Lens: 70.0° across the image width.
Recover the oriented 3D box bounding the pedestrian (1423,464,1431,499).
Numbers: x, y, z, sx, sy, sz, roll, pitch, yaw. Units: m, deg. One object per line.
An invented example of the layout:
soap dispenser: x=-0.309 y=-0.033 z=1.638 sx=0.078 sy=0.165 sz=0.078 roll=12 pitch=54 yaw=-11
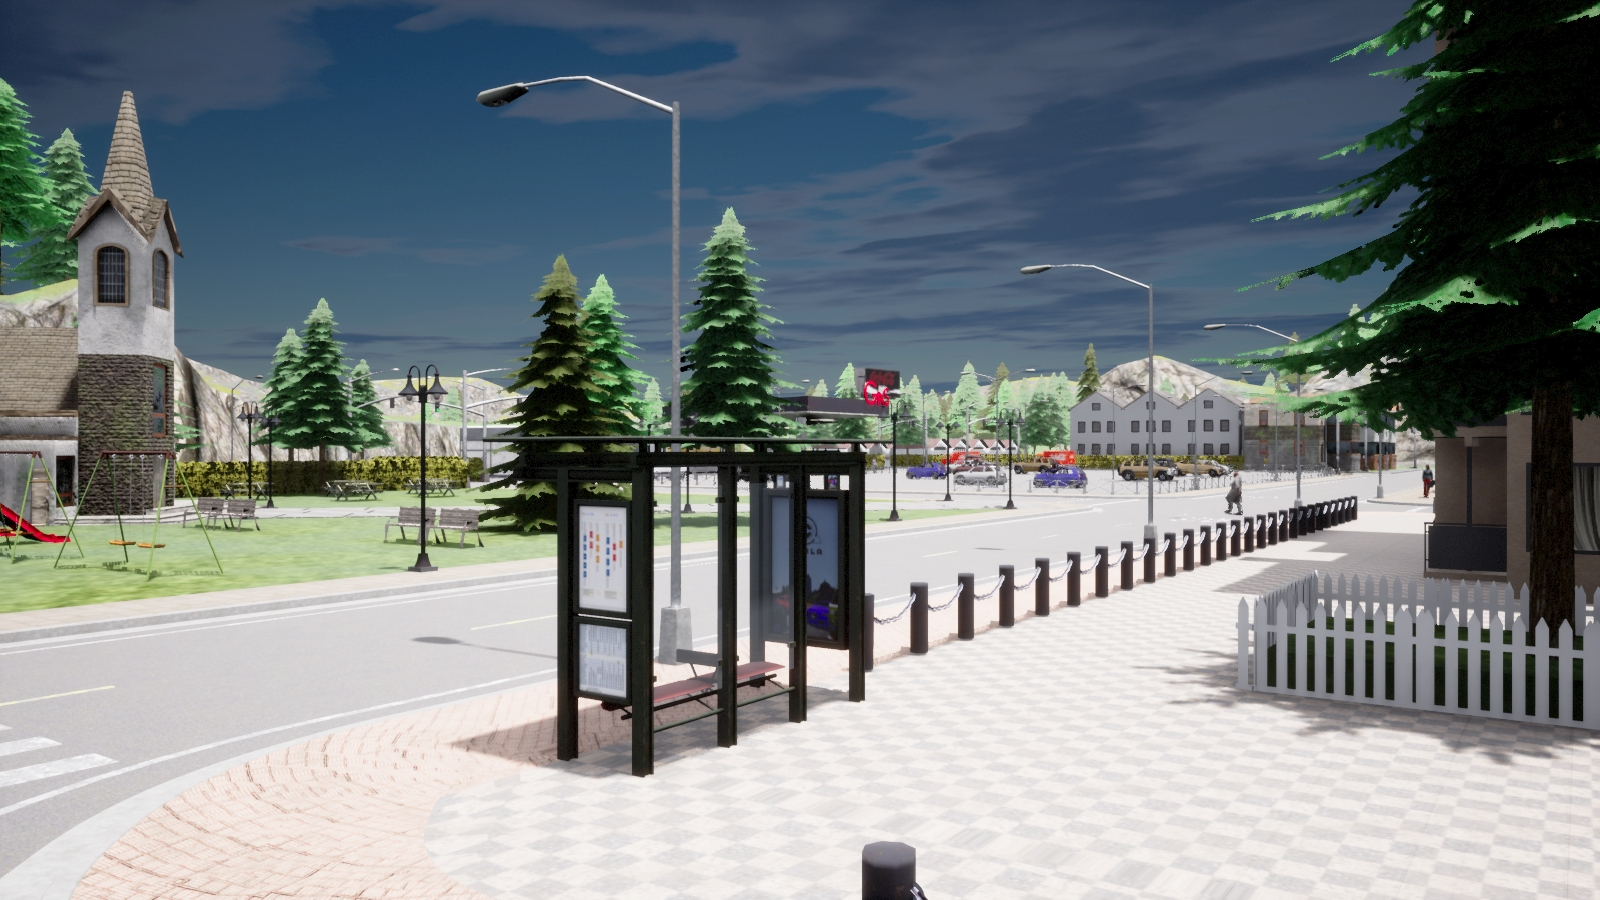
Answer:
pedestrian: x=33.718 y=1.671 z=61.408 sx=0.375 sy=1.860 sz=0.375 roll=0 pitch=0 yaw=30

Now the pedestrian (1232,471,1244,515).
pedestrian: x=18.552 y=1.821 z=48.365 sx=0.375 sy=1.860 sz=0.375 roll=0 pitch=0 yaw=42

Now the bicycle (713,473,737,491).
bicycle: x=-5.054 y=2.176 z=77.097 sx=1.835 sy=1.171 sz=0.329 roll=0 pitch=0 yaw=34
